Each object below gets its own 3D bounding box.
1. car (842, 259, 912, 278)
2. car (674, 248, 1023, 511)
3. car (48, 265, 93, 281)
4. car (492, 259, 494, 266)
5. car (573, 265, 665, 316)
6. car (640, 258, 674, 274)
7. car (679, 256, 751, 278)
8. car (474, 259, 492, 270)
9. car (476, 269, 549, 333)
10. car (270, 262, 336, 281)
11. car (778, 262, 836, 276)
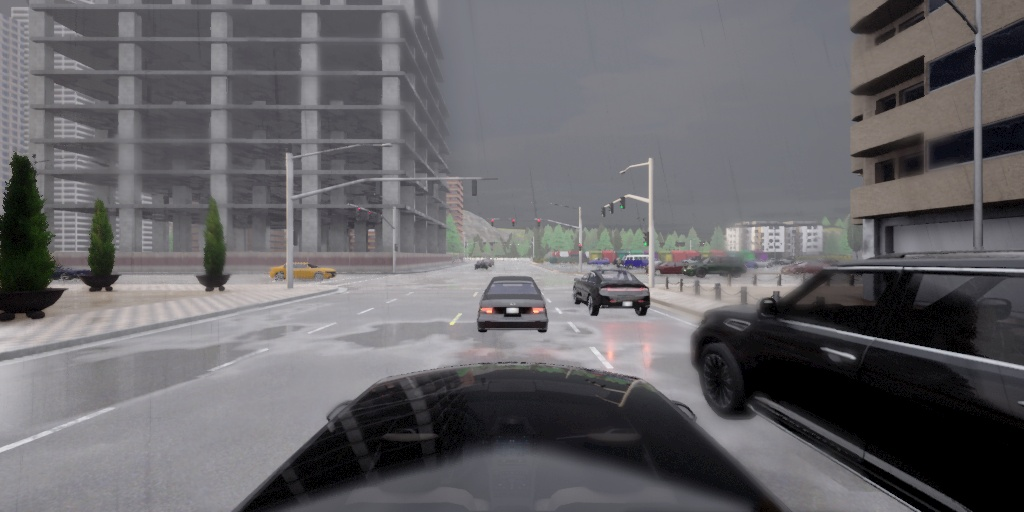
[{"bbox_3d":[34.777,1.159,34.245,4.553,1.767,2.097,0,0,0],"label":"car"},{"bbox_3d":[3.598,0.972,2.703,2.150,2.045,5.566,0,0,0],"label":"car"},{"bbox_3d":[-37.725,1.406,29.925,4.718,1.301,1.895,0,0,0],"label":"car"},{"bbox_3d":[-4.561,1.228,63.076,1.882,1.535,5.008,0,0,0],"label":"car"},{"bbox_3d":[3.489,1.242,13.325,2.128,1.511,4.902,0,0,-1],"label":"car"},{"bbox_3d":[16.492,1.283,37.594,5.008,1.535,1.882,0,0,0],"label":"car"},{"bbox_3d":[19.212,1.027,34.118,5.566,2.045,2.150,0,0,0],"label":"car"},{"bbox_3d":[-4.457,1.351,52.911,1.895,1.301,4.718,0,0,-1],"label":"car"},{"bbox_3d":[0.015,1.297,10.741,2.033,1.411,5.357,0,0,0],"label":"car"},{"bbox_3d":[-17.553,1.283,30.248,5.008,1.535,1.882,0,0,-4],"label":"car"},{"bbox_3d":[30.975,1.331,37.705,4.674,1.442,1.812,0,0,-1],"label":"car"}]
